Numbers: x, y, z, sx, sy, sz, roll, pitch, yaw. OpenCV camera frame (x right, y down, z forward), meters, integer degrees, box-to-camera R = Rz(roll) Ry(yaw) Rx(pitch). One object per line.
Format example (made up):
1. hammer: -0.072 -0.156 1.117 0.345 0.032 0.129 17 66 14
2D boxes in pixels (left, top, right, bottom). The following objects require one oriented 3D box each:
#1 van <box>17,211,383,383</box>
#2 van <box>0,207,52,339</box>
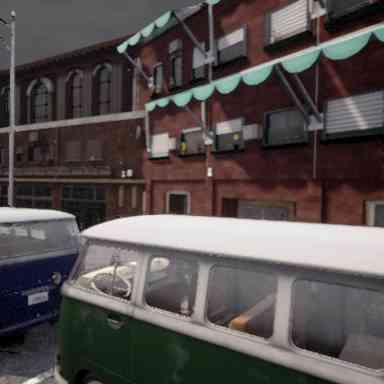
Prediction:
1. van: 0.591 1.250 2.863 4.442 1.987 1.878 0 0 36
2. van: -3.980 1.251 5.991 4.442 1.987 1.878 0 0 35
